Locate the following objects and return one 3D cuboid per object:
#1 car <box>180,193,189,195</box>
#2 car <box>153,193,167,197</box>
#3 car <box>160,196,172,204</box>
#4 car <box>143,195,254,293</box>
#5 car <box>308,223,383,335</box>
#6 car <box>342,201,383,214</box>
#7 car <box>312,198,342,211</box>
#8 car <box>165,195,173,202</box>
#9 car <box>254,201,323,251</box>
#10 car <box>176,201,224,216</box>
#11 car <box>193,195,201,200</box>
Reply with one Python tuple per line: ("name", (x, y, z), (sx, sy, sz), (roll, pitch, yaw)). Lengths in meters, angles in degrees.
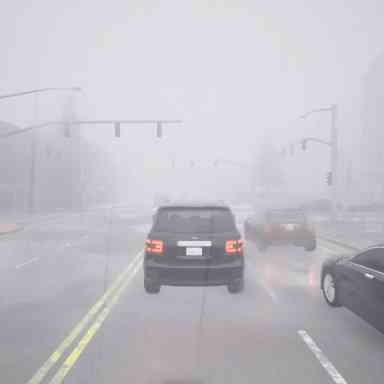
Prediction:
("car", (-1.810, 1.496, 80.223), (1.837, 1.490, 4.892), (0, 0, -1))
("car", (-4.707, 1.222, 51.324), (2.150, 2.045, 5.566), (0, 0, -2))
("car", (-4.962, 1.478, 63.848), (1.882, 1.535, 5.008), (0, 0, -1))
("car", (0.052, 1.221, 8.989), (2.150, 2.045, 5.566), (0, 0, 0))
("car", (3.606, 1.505, 5.087), (1.837, 1.490, 4.892), (0, 0, 0))
("car", (18.479, 1.601, 34.180), (4.718, 1.301, 1.895), (0, 0, -2))
("car", (14.428, 1.505, 37.571), (4.892, 1.490, 1.837), (0, 0, -2))
("car", (-5.201, 1.522, 75.696), (1.812, 1.442, 4.674), (0, 0, -1))
("car", (3.532, 1.352, 14.168), (2.097, 1.767, 4.553), (0, 0, 0))
("car", (0.741, 1.601, 33.016), (4.718, 1.301, 1.895), (0, 0, 41))
("car", (1.445, 1.552, 90.370), (1.994, 1.385, 4.181), (0, 0, -1))
